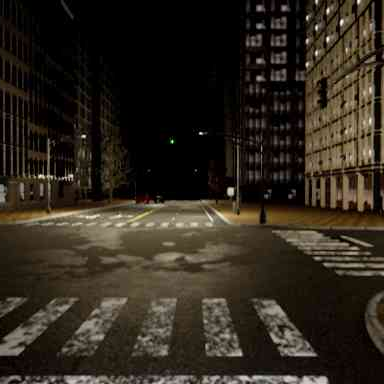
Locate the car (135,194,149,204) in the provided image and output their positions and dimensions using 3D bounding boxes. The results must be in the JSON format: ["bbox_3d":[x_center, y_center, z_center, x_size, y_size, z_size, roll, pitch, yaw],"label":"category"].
[{"bbox_3d":[-9.713,1.353,65.594,2.150,2.045,5.566,0,0,0],"label":"car"}]

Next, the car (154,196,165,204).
[{"bbox_3d":[-6.463,1.623,65.621,2.128,1.511,4.902,0,0,0],"label":"car"}]
